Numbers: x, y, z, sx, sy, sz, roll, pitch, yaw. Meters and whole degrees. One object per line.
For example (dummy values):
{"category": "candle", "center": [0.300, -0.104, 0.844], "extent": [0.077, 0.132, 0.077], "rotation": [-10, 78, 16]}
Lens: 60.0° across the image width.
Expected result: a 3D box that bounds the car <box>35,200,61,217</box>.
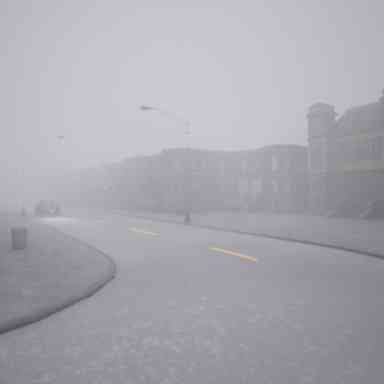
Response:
{"category": "car", "center": [-14.427, 1.607, 33.257], "extent": [2.128, 1.511, 4.902], "rotation": [0, 0, -32]}
